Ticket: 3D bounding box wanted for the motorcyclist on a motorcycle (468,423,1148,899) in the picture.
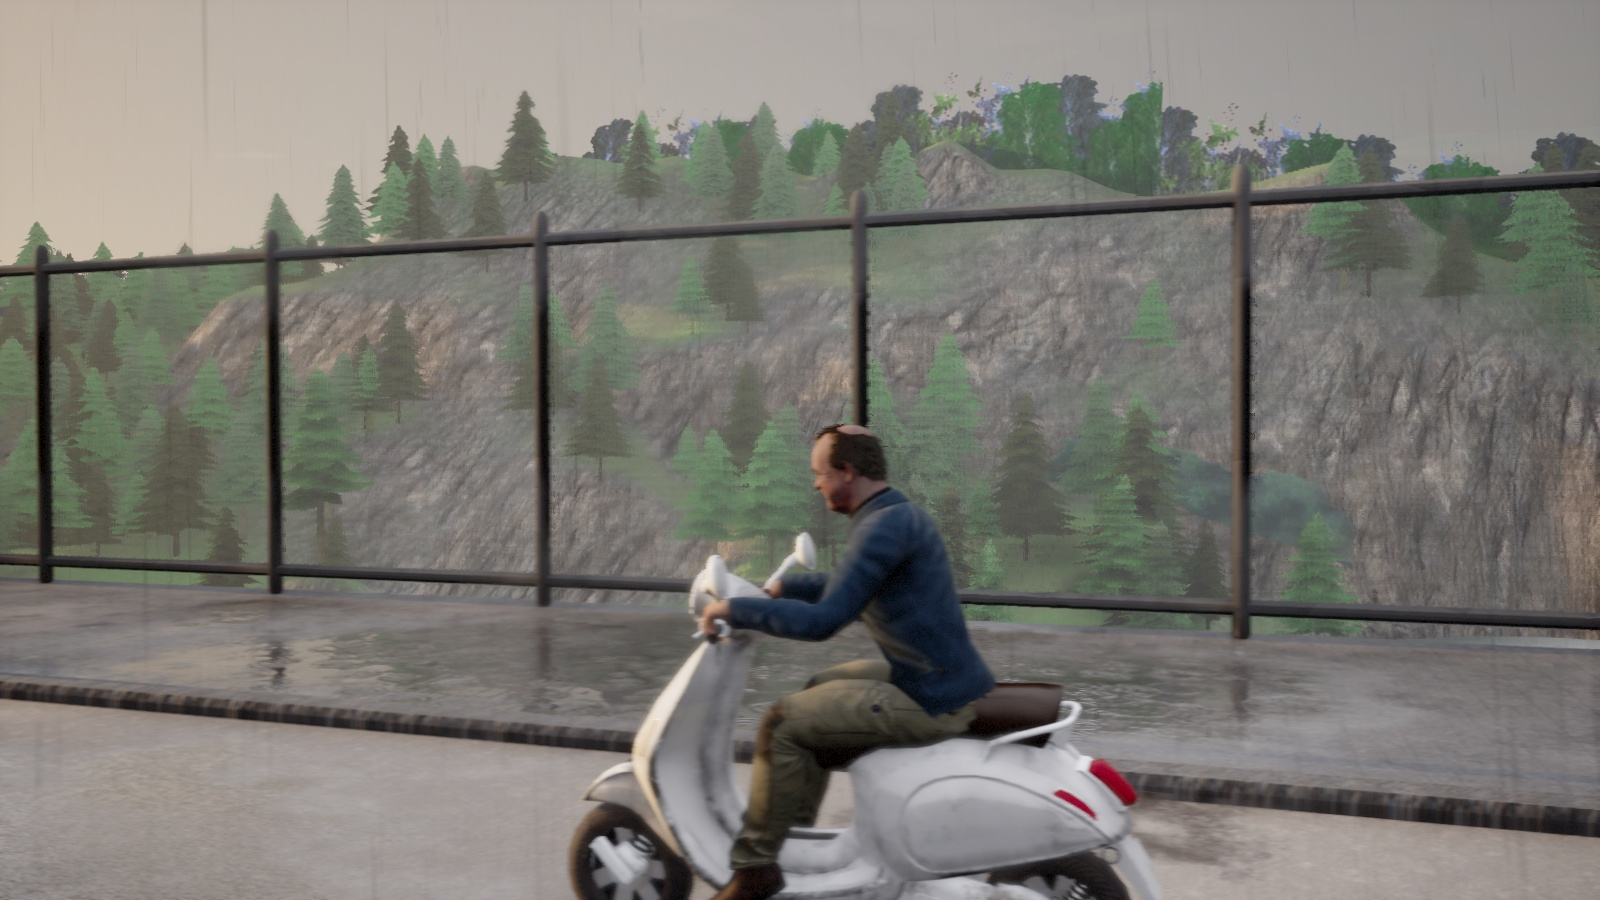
[{"bbox_3d":[0.054,0.721,3.702,1.817,1.590,0.866,1,1,19],"label":"motorcyclist on a motorcycle"}]
